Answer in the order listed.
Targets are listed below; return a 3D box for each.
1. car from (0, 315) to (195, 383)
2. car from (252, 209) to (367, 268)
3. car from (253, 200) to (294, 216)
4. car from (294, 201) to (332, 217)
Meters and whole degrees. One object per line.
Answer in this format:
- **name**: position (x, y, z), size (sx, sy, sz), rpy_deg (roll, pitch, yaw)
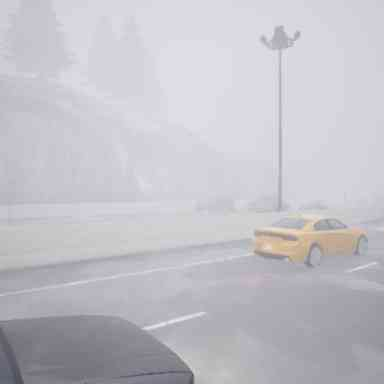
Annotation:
- **car**: position (-2.493, 1.551, 1.990), size (5.357, 1.411, 2.033), rpy_deg (0, 0, -36)
- **car**: position (4.230, 1.517, 11.568), size (5.008, 1.535, 1.882), rpy_deg (0, 0, -39)
- **car**: position (8.491, 1.617, 34.430), size (1.837, 1.490, 4.892), rpy_deg (0, 0, 45)
- **car**: position (12.145, 1.638, 33.130), size (1.812, 1.442, 4.674), rpy_deg (0, 0, 44)
